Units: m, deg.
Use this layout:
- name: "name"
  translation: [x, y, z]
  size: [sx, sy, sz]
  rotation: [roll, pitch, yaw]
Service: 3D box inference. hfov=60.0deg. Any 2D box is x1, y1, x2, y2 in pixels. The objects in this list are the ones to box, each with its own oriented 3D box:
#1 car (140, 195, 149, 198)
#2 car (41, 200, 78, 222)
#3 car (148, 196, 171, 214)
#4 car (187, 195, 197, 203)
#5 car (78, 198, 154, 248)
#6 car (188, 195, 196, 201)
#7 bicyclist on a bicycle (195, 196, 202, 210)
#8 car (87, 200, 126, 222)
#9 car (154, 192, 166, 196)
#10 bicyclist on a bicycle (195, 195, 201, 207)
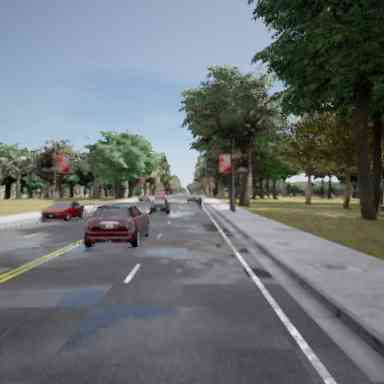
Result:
- name: "car"
  translation: [-9.752, 1.349, 68.113]
  size: [1.994, 1.385, 4.181]
  rotation: [0, 0, 0]
- name: "car"
  translation: [-9.848, 1.408, 25.695]
  size: [1.882, 1.535, 5.008]
  rotation: [0, 0, 0]
- name: "car"
  translation: [-3.152, 1.435, 33.536]
  size: [1.812, 1.442, 4.674]
  rotation: [0, 0, 0]
- name: "car"
  translation: [-0.002, 1.358, 66.386]
  size: [2.033, 1.411, 5.357]
  rotation: [0, 0, 0]
- name: "car"
  translation: [-3.151, 1.311, 14.803]
  size: [2.097, 1.767, 4.553]
  rotation: [0, 0, 0]
- name: "car"
  translation: [-0.002, 1.366, 79.115]
  size: [1.895, 1.301, 4.718]
  rotation: [0, 0, 0]
- name: "bicyclist on a bicycle"
  translation: [0.893, 1.354, 36.702]
  size: [0.582, 1.620, 1.656]
  rotation: [0, 0, 0]
- name: "car"
  translation: [-6.597, 1.455, 26.161]
  size: [1.812, 1.442, 4.674]
  rotation: [0, 0, 0]
- name: "car"
  translation: [-6.502, 1.020, 68.078]
  size: [2.150, 2.045, 5.566]
  rotation: [0, 0, 0]
- name: "bicyclist on a bicycle"
  translation: [0.881, 1.305, 47.880]
  size: [0.866, 1.612, 1.509]
  rotation: [0, 0, 0]
